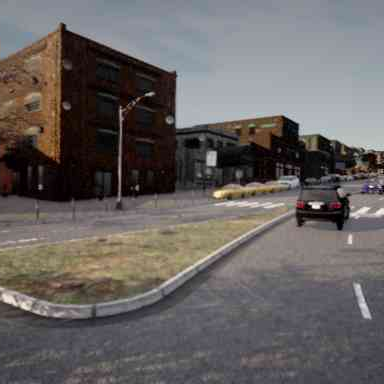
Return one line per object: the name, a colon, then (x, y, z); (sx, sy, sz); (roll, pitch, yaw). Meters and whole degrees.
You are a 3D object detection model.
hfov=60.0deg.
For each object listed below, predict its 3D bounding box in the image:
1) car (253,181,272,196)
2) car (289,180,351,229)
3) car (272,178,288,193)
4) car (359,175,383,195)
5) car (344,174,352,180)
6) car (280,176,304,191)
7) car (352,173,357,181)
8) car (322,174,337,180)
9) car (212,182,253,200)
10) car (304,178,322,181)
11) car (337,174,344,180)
car: (7.253, -0.403, 39.394); (1.946, 1.575, 5.366); (1, 4, 36)
car: (6.984, 0.619, 17.579); (2.150, 2.045, 5.566); (1, 4, 29)
car: (10.472, -0.715, 43.873); (1.946, 1.575, 5.366); (1, 4, 36)
car: (21.320, -0.715, 38.903); (2.097, 1.767, 4.553); (1, 4, 36)
car: (35.394, -3.132, 78.651); (2.231, 1.521, 4.892); (1, 4, 36)
car: (13.854, -1.291, 48.567); (2.435, 2.045, 5.566); (1, 4, 36)
car: (39.443, -3.524, 84.191); (1.946, 1.575, 5.366); (1, 4, 36)
car: (26.753, -2.289, 66.529); (2.231, 1.521, 4.892); (1, 4, 36)
car: (4.027, -0.089, 34.922); (1.946, 1.575, 5.366); (1, 4, 36)
car: (20.290, -1.635, 57.543); (2.163, 1.488, 4.792); (1, 4, 36)
car: (29.946, -2.851, 70.966); (2.435, 2.045, 5.566); (1, 4, 36)
